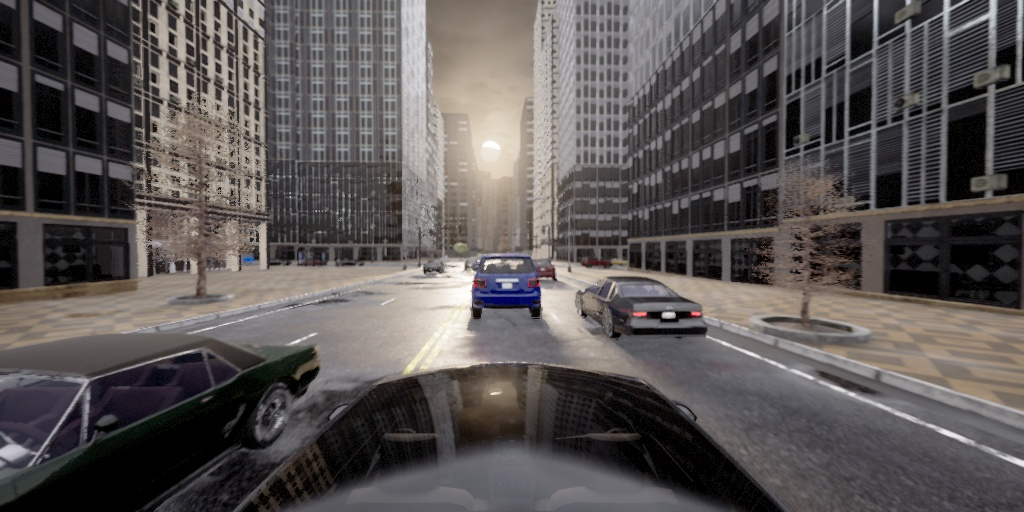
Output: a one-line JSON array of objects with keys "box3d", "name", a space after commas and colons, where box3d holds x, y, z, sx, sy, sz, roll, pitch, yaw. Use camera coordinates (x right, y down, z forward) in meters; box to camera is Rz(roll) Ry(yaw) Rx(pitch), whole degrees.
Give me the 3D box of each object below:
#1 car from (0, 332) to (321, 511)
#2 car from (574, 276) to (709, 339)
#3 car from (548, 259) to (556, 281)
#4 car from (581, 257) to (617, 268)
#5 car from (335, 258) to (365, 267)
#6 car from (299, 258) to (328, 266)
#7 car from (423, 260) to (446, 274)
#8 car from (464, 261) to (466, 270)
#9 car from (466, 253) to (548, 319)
[{"box3d": [-3.400, 1.354, 2.424, 1.895, 1.301, 4.718, 0, 0, 0], "name": "car"}, {"box3d": [3.135, 1.261, 9.920, 2.033, 1.411, 5.357, 0, 0, -2], "name": "car"}, {"box3d": [2.208, 0.994, 28.930, 2.097, 1.767, 4.553, 0, 0, -3], "name": "car"}, {"box3d": [13.589, 1.026, 57.612, 5.009, 1.841, 2.192, 0, 0, -2], "name": "car"}, {"box3d": [-25.312, 1.028, 56.126, 4.313, 1.339, 1.948, 0, 0, -2], "name": "car"}, {"box3d": [-30.995, 1.007, 55.966, 4.207, 1.307, 1.802, 0, 0, -2], "name": "car"}, {"box3d": [-8.211, 1.134, 38.177, 1.837, 1.490, 4.892, 0, 0, -3], "name": "car"}, {"box3d": [-5.406, 1.077, 48.402, 2.128, 1.511, 4.902, 0, 0, -3], "name": "car"}, {"box3d": [-0.251, 0.932, 12.873, 2.150, 2.045, 5.566, 0, 0, -2], "name": "car"}]
